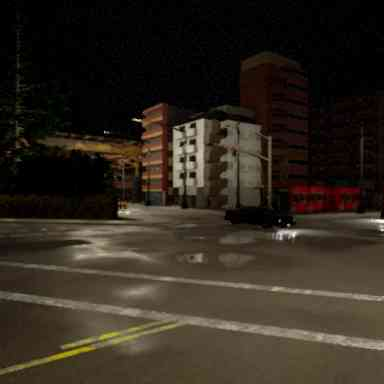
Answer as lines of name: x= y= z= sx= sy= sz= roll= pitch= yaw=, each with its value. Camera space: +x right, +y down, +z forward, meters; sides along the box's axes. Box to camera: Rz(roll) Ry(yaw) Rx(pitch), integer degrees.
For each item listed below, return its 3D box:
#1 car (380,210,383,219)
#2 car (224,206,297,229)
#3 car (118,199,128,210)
car: x=19.081 y=1.839 z=30.492 sx=4.181 sy=1.385 sz=1.994 roll=1 pitch=-1 yaw=-35
car: x=4.465 y=1.657 z=22.783 sx=2.033 sy=1.411 sz=5.357 roll=0 pitch=0 yaw=-35
car: x=-10.032 y=1.561 z=43.449 sx=1.882 sy=1.535 sz=5.008 roll=0 pitch=0 yaw=-35
